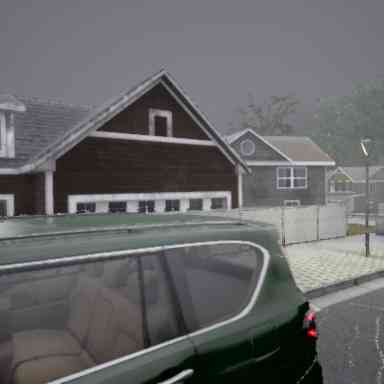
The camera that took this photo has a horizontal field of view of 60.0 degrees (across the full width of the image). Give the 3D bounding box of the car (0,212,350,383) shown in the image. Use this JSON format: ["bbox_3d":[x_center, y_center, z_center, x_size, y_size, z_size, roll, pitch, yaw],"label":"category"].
[{"bbox_3d":[-1.538,1.222,1.975,5.566,2.045,2.150,0,0,-35],"label":"car"}]

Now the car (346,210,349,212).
[{"bbox_3d":[16.719,2.335,39.643,1.812,1.442,4.674,-1,-2,-13],"label":"car"}]
